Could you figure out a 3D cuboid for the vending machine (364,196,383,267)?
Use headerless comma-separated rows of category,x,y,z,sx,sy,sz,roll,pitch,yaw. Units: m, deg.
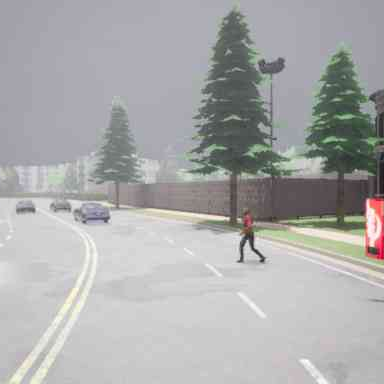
vending machine,6.202,1.195,10.479,1.100,2.100,0.880,0,0,-12

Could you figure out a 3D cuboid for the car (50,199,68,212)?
car,-15.326,1.546,38.691,2.033,1.411,5.357,0,0,-30

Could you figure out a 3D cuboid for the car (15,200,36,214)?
car,-17.983,1.546,35.888,2.033,1.411,5.357,0,0,-29

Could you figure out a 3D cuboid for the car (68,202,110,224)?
car,-7.643,1.546,25.069,2.033,1.411,5.357,0,0,-29

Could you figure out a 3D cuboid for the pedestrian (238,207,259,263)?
pedestrian,1.748,1.293,10.354,0.375,1.860,0.375,0,0,-13
